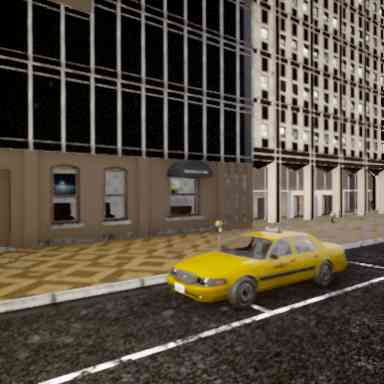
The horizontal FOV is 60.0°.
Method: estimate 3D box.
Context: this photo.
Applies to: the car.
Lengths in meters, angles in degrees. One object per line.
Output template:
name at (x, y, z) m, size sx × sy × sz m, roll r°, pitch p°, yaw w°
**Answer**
car at (1.727, 1.521, 7.798) m, size 4.829 × 1.417 × 1.752 m, roll 0°, pitch 0°, yaw -36°
